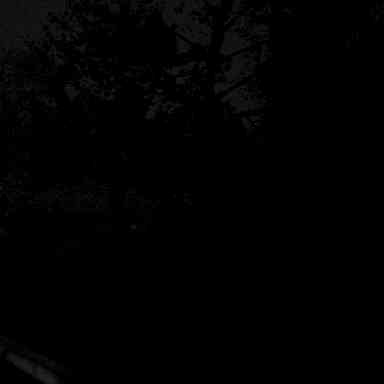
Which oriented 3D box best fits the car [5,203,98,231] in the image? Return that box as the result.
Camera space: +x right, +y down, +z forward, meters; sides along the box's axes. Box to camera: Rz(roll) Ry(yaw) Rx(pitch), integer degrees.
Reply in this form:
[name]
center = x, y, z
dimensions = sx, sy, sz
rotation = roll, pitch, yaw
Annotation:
[car]
center = -8.139, 1.405, 19.573
dimensions = 5.008, 1.535, 1.882
rotation = 0, 0, -15
